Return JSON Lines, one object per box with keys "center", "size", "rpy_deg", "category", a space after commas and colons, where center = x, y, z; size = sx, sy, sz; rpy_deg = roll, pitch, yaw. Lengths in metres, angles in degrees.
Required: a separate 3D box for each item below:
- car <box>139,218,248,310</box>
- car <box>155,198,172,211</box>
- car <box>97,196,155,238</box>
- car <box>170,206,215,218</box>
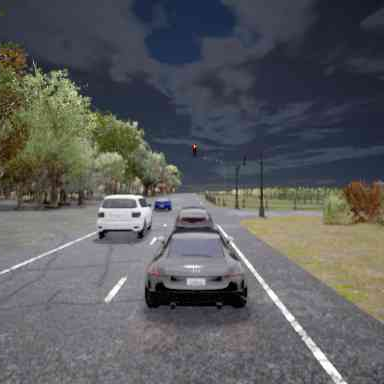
{"center": [0.089, 1.555, 7.892], "size": [1.994, 1.385, 4.181], "rpy_deg": [0, 0, 0], "category": "car"}
{"center": [-3.424, 1.427, 40.156], "size": [1.882, 1.535, 5.008], "rpy_deg": [0, 0, 0], "category": "car"}
{"center": [-3.405, 1.200, 17.587], "size": [2.150, 2.045, 5.566], "rpy_deg": [0, 0, -2], "category": "car"}
{"center": [0.090, 1.485, 16.805], "size": [1.837, 1.490, 4.892], "rpy_deg": [0, 0, 0], "category": "car"}
